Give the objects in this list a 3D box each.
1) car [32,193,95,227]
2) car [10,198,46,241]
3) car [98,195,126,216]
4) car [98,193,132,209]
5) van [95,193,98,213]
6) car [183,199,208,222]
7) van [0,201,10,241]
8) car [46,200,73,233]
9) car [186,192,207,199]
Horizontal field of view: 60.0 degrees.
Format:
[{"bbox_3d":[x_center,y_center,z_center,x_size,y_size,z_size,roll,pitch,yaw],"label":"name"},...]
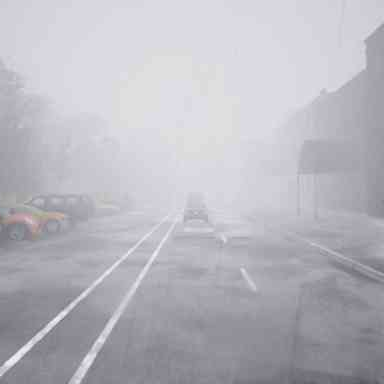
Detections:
[{"bbox_3d":[-9.323,1.186,21.093,5.566,2.045,2.435,-1,1,-20],"label":"car"},{"bbox_3d":[-9.371,1.333,15.175,4.553,1.767,2.185,-1,0,-19],"label":"car"},{"bbox_3d":[-9.052,1.387,30.062,5.366,1.575,1.946,-1,0,-20],"label":"car"},{"bbox_3d":[-9.170,1.125,32.959,5.566,2.045,2.435,-1,0,-19],"label":"car"},{"bbox_3d":[-9.376,1.199,24.020,4.442,1.987,1.878,-1,1,-19],"label":"van"},{"bbox_3d":[0.292,1.481,25.421,2.033,1.411,5.357,0,0,0],"label":"car"},{"bbox_3d":[-9.474,1.242,12.177,4.442,1.987,1.878,-1,0,-19],"label":"van"},{"bbox_3d":[-9.325,1.448,18.150,5.008,1.535,2.097,-1,0,-20],"label":"car"},{"bbox_3d":[0.466,1.061,43.005,2.150,2.045,5.566,0,0,1],"label":"car"}]
